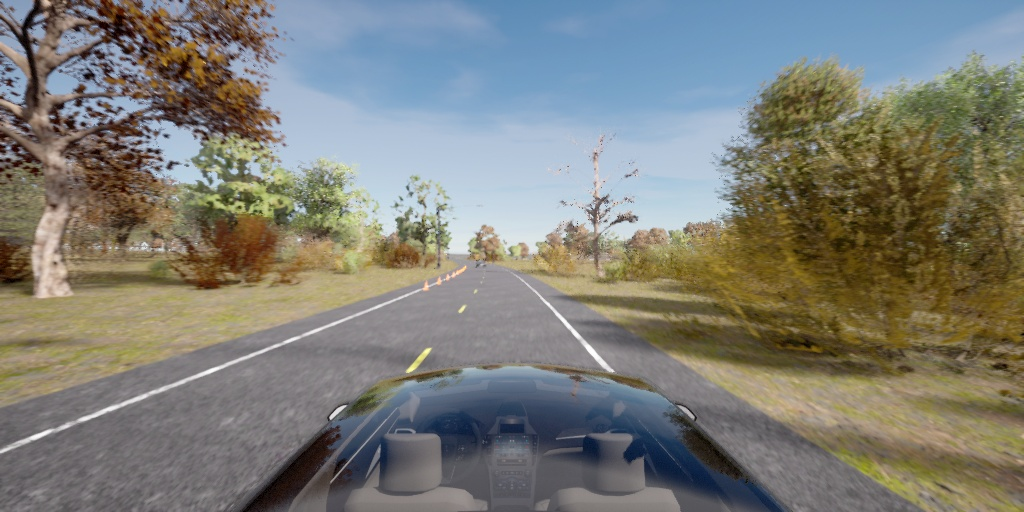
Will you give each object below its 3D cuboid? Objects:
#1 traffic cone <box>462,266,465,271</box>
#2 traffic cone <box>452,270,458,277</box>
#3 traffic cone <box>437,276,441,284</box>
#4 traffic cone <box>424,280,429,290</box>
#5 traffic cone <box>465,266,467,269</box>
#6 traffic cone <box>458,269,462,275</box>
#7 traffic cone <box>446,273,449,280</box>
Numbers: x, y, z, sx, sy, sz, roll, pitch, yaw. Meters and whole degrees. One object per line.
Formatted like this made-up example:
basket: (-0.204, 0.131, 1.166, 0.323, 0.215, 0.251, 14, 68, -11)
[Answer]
traffic cone: (-6.731, 1.916, 47.079, 0.340, 0.580, 0.340, 0, 0, -4)
traffic cone: (-6.052, 1.874, 37.151, 0.340, 0.580, 0.340, 0, 0, -3)
traffic cone: (-5.529, 1.830, 27.214, 0.340, 0.580, 0.340, 0, 0, -3)
traffic cone: (-5.325, 1.806, 22.243, 0.340, 0.580, 0.340, 0, 0, -2)
traffic cone: (-7.129, 1.935, 52.038, 0.340, 0.580, 0.340, 0, 0, -5)
traffic cone: (-6.372, 1.895, 42.116, 0.340, 0.580, 0.340, 0, 0, -4)
traffic cone: (-5.771, 1.852, 32.184, 0.340, 0.580, 0.340, 0, 0, -3)
